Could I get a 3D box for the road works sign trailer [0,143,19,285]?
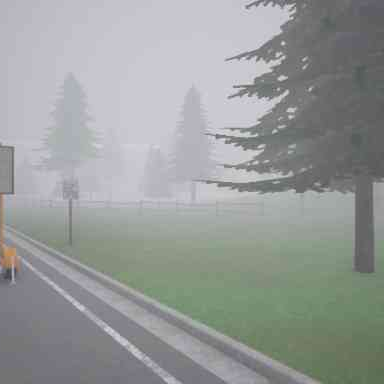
[{"bbox_3d":[-5.981,0.464,8.596,2.380,3.560,2.880,0,0,-37],"label":"road works sign trailer"}]
